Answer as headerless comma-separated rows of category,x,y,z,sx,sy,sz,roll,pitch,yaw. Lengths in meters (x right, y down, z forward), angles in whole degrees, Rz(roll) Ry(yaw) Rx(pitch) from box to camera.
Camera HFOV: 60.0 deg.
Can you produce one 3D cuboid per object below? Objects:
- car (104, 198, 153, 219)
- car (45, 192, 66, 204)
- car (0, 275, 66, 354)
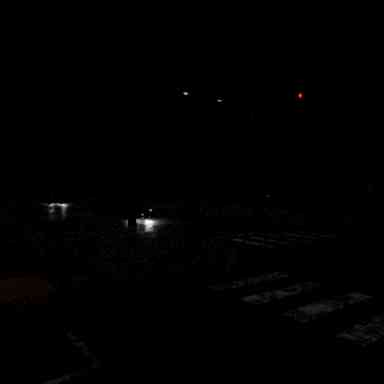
car,-4.943,1.133,25.124,2.033,1.411,5.357,0,1,-36
car,-17.877,0.716,43.327,1.812,1.442,4.674,0,1,-35
car,-4.048,1.525,3.774,4.829,1.417,1.752,0,0,-35
